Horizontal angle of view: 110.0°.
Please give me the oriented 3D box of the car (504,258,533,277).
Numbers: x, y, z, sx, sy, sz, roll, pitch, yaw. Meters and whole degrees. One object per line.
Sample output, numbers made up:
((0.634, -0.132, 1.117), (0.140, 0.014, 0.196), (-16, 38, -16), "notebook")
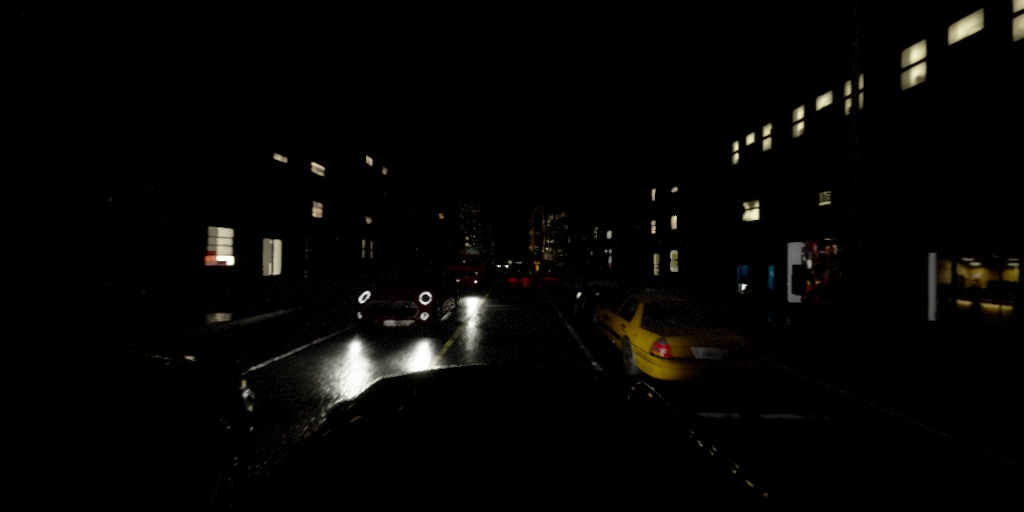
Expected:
((0.660, 1.211, 35.253), (2.128, 1.511, 4.902), (1, 0, 1), "car")

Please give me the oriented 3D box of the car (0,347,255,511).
((-3.141, 1.241, 1.230), (1.812, 1.442, 4.674), (1, 0, 1), "car")

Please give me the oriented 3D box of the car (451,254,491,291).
((-2.762, 0.916, 21.636), (2.150, 2.045, 5.566), (1, 0, 1), "car")

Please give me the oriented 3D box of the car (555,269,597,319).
((2.846, 1.322, 12.612), (2.007, 1.370, 4.403), (0, 0, 1), "car")

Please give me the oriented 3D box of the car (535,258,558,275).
((3.757, 1.257, 38.031), (1.837, 1.490, 4.892), (1, 0, 1), "car")

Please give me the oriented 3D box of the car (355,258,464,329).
((-2.961, 1.057, 11.057), (2.097, 1.767, 4.553), (1, 0, 1), "car")

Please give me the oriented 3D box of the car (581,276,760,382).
((2.751, 1.303, 7.249), (1.751, 1.417, 4.829), (0, 0, 1), "car")

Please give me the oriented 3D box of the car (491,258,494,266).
((-4.656, 1.210, 62.550), (1.802, 1.307, 4.207), (0, 0, 1), "car")

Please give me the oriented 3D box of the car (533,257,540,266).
((3.875, 1.224, 45.030), (1.882, 1.535, 5.008), (1, 0, 1), "car")
